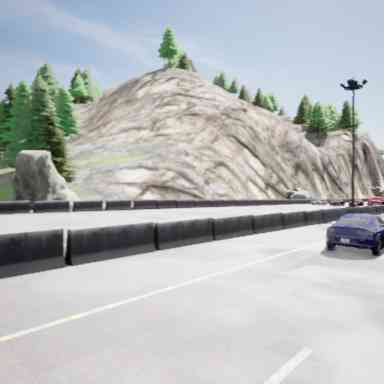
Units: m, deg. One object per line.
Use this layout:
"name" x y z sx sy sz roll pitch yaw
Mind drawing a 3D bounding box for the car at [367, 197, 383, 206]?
"car" 33.927 1.899 61.080 2.150 2.045 5.566 1 0 41

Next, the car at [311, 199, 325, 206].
"car" 25.957 2.100 67.923 1.895 1.301 4.718 1 0 41

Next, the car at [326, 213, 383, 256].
"car" 6.967 1.597 13.587 1.812 1.442 4.674 1 0 41

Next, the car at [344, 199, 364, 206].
"car" 31.287 2.096 63.384 1.882 1.535 5.008 1 0 41

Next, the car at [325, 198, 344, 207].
"car" 28.633 2.039 65.665 1.882 1.535 5.008 1 0 41
